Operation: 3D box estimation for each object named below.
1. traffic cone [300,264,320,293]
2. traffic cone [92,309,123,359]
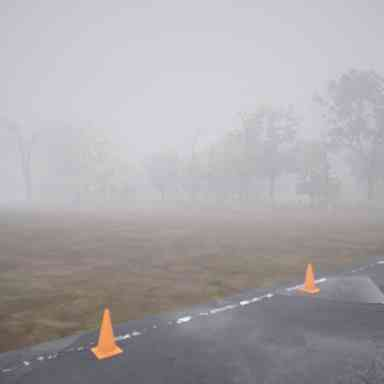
[{"bbox_3d":[2.732,1.975,7.696,0.340,0.580,0.340,0,0,-38],"label":"traffic cone"},{"bbox_3d":[-1.205,1.969,4.728,0.340,0.580,0.340,0,0,-36],"label":"traffic cone"}]
